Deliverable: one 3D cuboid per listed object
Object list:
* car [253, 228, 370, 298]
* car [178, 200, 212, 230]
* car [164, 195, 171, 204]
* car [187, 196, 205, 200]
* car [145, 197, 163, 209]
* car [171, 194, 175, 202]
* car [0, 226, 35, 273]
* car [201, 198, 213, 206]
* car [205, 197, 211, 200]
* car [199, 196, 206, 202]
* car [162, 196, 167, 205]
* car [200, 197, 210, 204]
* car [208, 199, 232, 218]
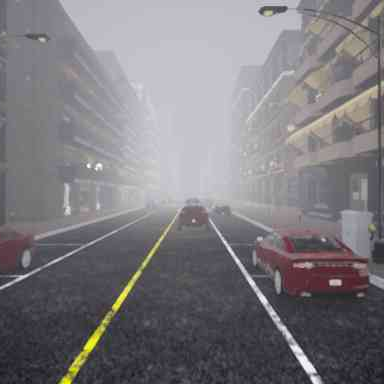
[{"bbox_3d":[2.692,1.569,8.464,1.887,1.381,4.507,0,0,0],"label":"car"},{"bbox_3d":[0.101,1.538,21.754,1.882,1.535,5.008,0,0,0],"label":"car"},{"bbox_3d":[-5.685,1.718,64.830,1.887,1.381,4.507,0,0,0],"label":"car"},{"bbox_3d":[0.101,1.461,39.690,2.097,1.767,4.553,0,0,0],"label":"car"},{"bbox_3d":[-5.686,1.680,47.921,2.008,1.369,4.403,0,0,0],"label":"car"},{"bbox_3d":[-5.684,1.518,76.104,2.192,1.841,5.009,0,0,0],"label":"car"},{"bbox_3d":[-5.688,1.569,8.469,1.887,1.381,4.507,0,0,0],"label":"car"},{"bbox_3d":[2.695,1.725,59.189,1.947,1.339,4.313,0,0,0],"label":"car"},{"bbox_3d":[2.695,1.670,53.723,1.752,1.417,4.829,0,0,0],"label":"car"},{"bbox_3d":[2.697,1.814,87.370,1.802,1.307,4.206,0,0,0],"label":"car"},{"bbox_3d":[-5.686,1.695,53.558,2.008,1.369,4.403,0,0,0],"label":"car"},{"bbox_3d":[2.695,1.770,70.462,1.802,1.307,4.206,0,0,0],"label":"car"},{"bbox_3d":[2.693,1.636,31.008,2.008,1.369,4.403,0,0,0],"label":"car"}]
